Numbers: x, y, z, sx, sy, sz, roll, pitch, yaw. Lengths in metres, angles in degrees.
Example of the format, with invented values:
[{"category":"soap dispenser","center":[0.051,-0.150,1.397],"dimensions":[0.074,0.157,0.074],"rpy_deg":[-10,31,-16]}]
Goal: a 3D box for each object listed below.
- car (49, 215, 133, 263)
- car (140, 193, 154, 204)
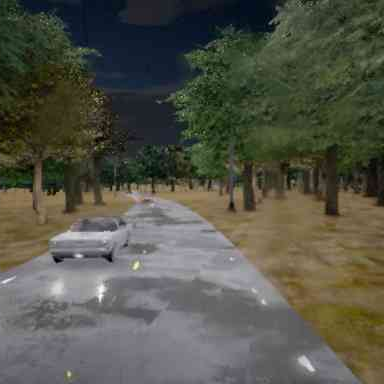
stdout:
[{"category":"car","center":[-3.365,1.550,11.891],"dimensions":[1.895,1.301,4.718],"rpy_deg":[0,0,-2]},{"category":"car","center":[-7.377,1.023,54.359],"dimensions":[2.097,1.767,4.553],"rpy_deg":[0,1,-8]}]
